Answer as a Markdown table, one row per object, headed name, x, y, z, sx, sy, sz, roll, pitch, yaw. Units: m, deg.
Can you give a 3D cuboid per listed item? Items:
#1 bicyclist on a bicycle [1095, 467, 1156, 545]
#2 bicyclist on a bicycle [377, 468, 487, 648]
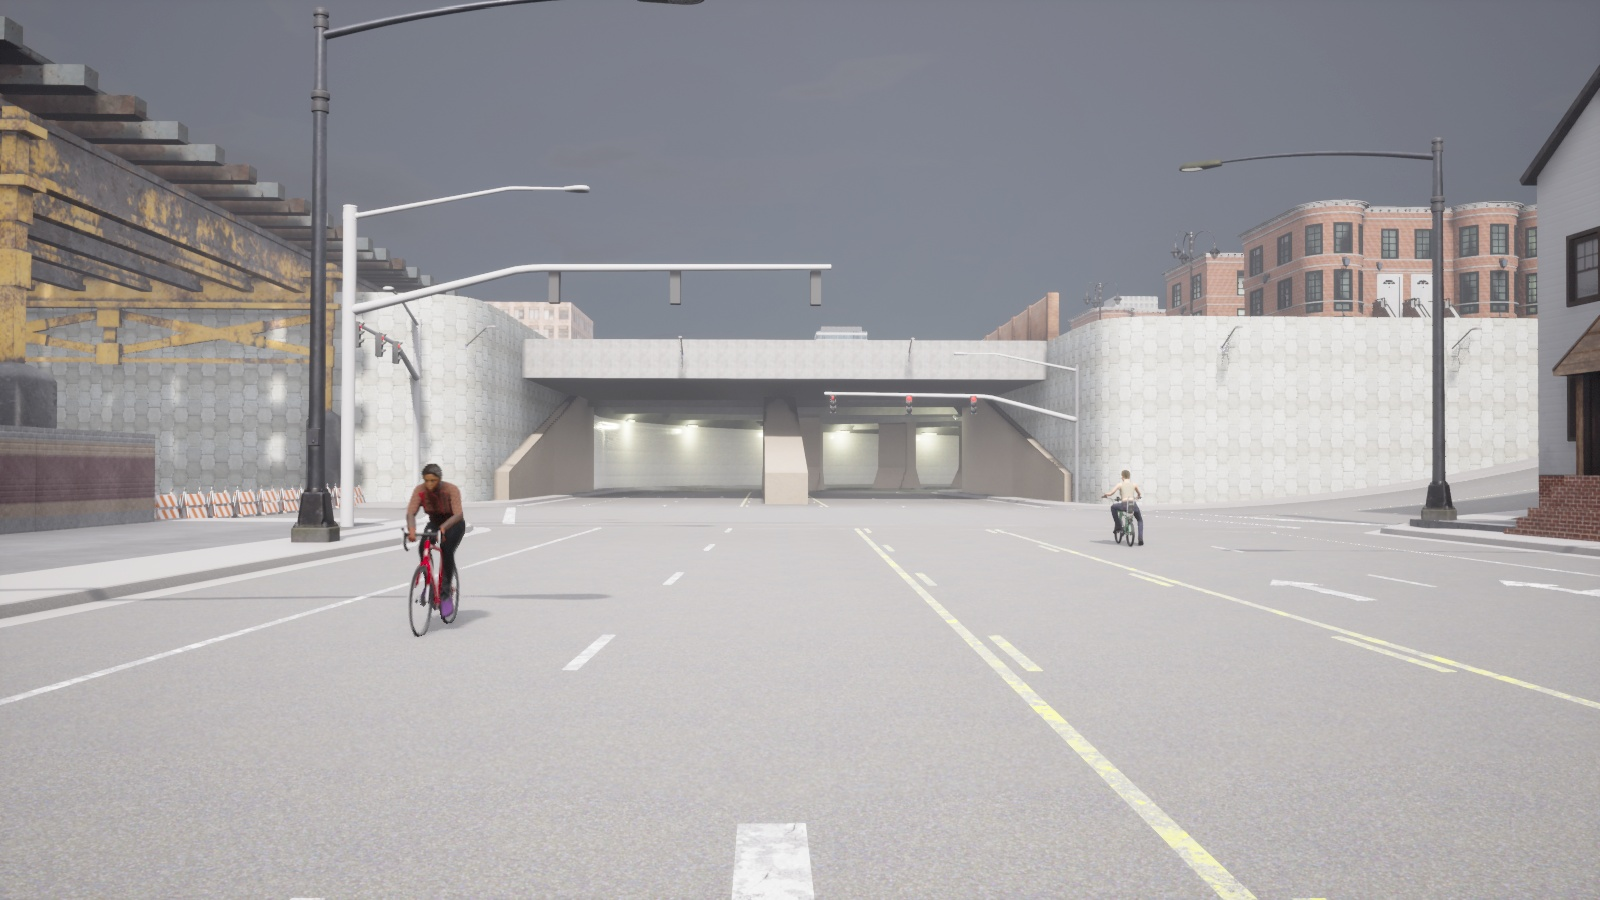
| name | x | y | z | sx | sy | sz | roll | pitch | yaw |
| --- | --- | --- | --- | --- | --- | --- | --- | --- | --- |
| bicyclist on a bicycle | 6.930 | 1.172 | 26.802 | 0.866 | 1.612 | 1.509 | 0 | -1 | -1 |
| bicyclist on a bicycle | -3.535 | 0.986 | 12.184 | 0.582 | 1.620 | 1.656 | 0 | -1 | 0 |
